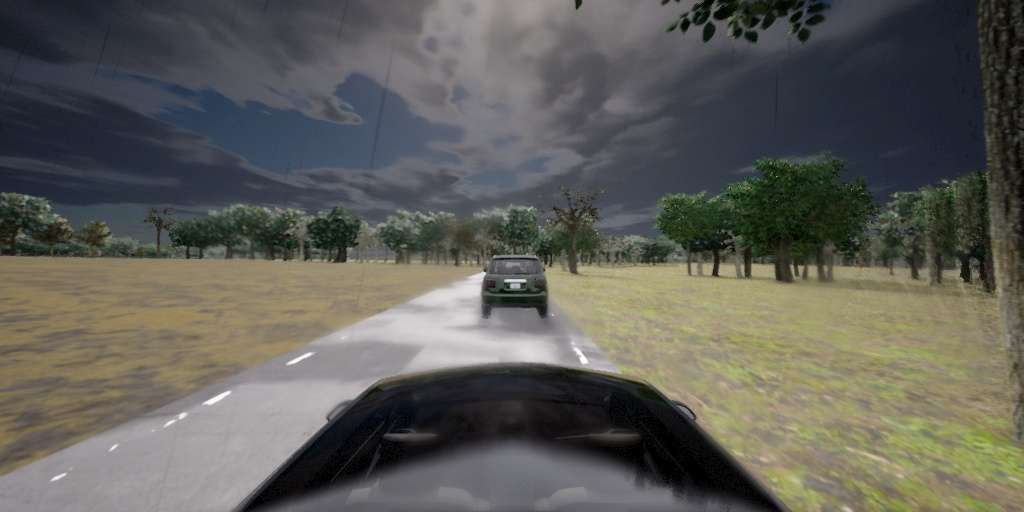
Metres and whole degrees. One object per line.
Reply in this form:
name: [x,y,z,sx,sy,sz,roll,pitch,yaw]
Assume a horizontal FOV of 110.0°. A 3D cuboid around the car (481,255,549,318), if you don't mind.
car: [0.099,0.992,13.278,2.150,2.045,5.566,0,0,0]
